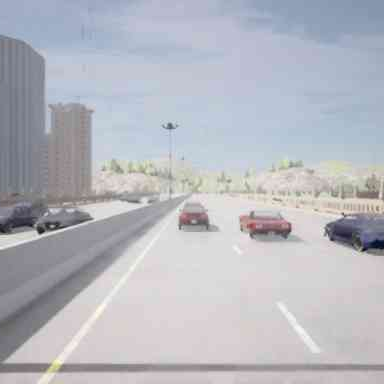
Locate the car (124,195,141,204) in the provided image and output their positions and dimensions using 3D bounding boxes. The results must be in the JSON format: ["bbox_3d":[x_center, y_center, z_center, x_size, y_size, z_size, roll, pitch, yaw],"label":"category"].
[{"bbox_3d":[-10.517,1.404,60.730,1.882,1.535,5.008,0,0,1],"label":"car"}]

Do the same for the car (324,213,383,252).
[{"bbox_3d":[7.103,1.547,13.737,1.994,1.385,4.181,0,0,0],"label":"car"}]

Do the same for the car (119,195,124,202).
[{"bbox_3d":[-13.984,1.406,69.917,1.837,1.490,4.892,0,0,0],"label":"car"}]

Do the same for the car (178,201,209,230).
[{"bbox_3d":[0.117,1.500,20.961,1.812,1.442,4.674,0,0,0],"label":"car"}]

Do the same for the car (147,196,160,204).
[{"bbox_3d":[-7.006,1.473,61.376,2.033,1.411,5.357,0,0,1],"label":"car"}]

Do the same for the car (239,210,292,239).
[{"bbox_3d":[3.603,1.580,17.254,1.895,1.301,4.718,0,0,0],"label":"car"}]

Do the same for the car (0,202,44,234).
[{"bbox_3d":[-10.597,1.525,19.215,2.033,1.411,5.357,0,0,0],"label":"car"}]

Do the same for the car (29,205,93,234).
[{"bbox_3d":[-7.095,1.541,18.889,1.994,1.385,4.181,0,0,0],"label":"car"}]
